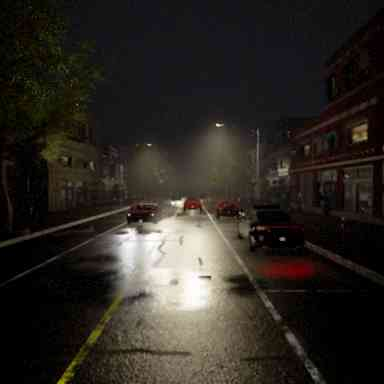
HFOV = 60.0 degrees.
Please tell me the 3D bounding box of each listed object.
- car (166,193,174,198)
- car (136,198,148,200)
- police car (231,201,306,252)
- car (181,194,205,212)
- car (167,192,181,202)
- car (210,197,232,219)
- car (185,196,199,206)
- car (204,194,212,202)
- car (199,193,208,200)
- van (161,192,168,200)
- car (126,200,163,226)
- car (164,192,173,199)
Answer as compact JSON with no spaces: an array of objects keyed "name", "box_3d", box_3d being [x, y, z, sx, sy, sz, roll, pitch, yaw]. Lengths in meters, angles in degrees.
[{"name":"car","box_3d":[-5.676,0.973,87.630,1.802,1.307,4.206,0,0,0]},{"name":"car","box_3d":[-5.685,1.321,37.735,1.802,1.307,4.206,-1,0,0]},{"name":"police car","box_3d":[3.003,1.331,13.615,1.930,1.638,5.238,0,0,0]},{"name":"car","box_3d":[0.067,1.237,34.770,1.882,1.535,5.008,0,1,0]},{"name":"car","box_3d":[-3.011,1.049,63.994,2.128,1.511,4.902,0,0,1]},{"name":"car","box_3d":[2.693,1.360,26.646,1.887,1.381,4.507,-1,0,0]},{"name":"car","box_3d":[0.033,1.239,46.925,1.994,1.385,4.181,0,0,1]},{"name":"car","box_3d":[2.699,1.147,54.535,1.752,1.417,4.829,-1,0,0]},{"name":"car","box_3d":[2.703,1.013,76.540,1.887,1.381,4.507,-1,0,0]},{"name":"van","box_3d":[-5.681,0.848,70.996,1.690,1.788,3.998,-1,0,0]},{"name":"car","box_3d":[-3.096,1.446,22.289,1.895,1.301,4.718,0,0,0]},{"name":"car","box_3d":[-5.678,0.870,82.085,1.967,1.590,4.097,0,0,0]}]
